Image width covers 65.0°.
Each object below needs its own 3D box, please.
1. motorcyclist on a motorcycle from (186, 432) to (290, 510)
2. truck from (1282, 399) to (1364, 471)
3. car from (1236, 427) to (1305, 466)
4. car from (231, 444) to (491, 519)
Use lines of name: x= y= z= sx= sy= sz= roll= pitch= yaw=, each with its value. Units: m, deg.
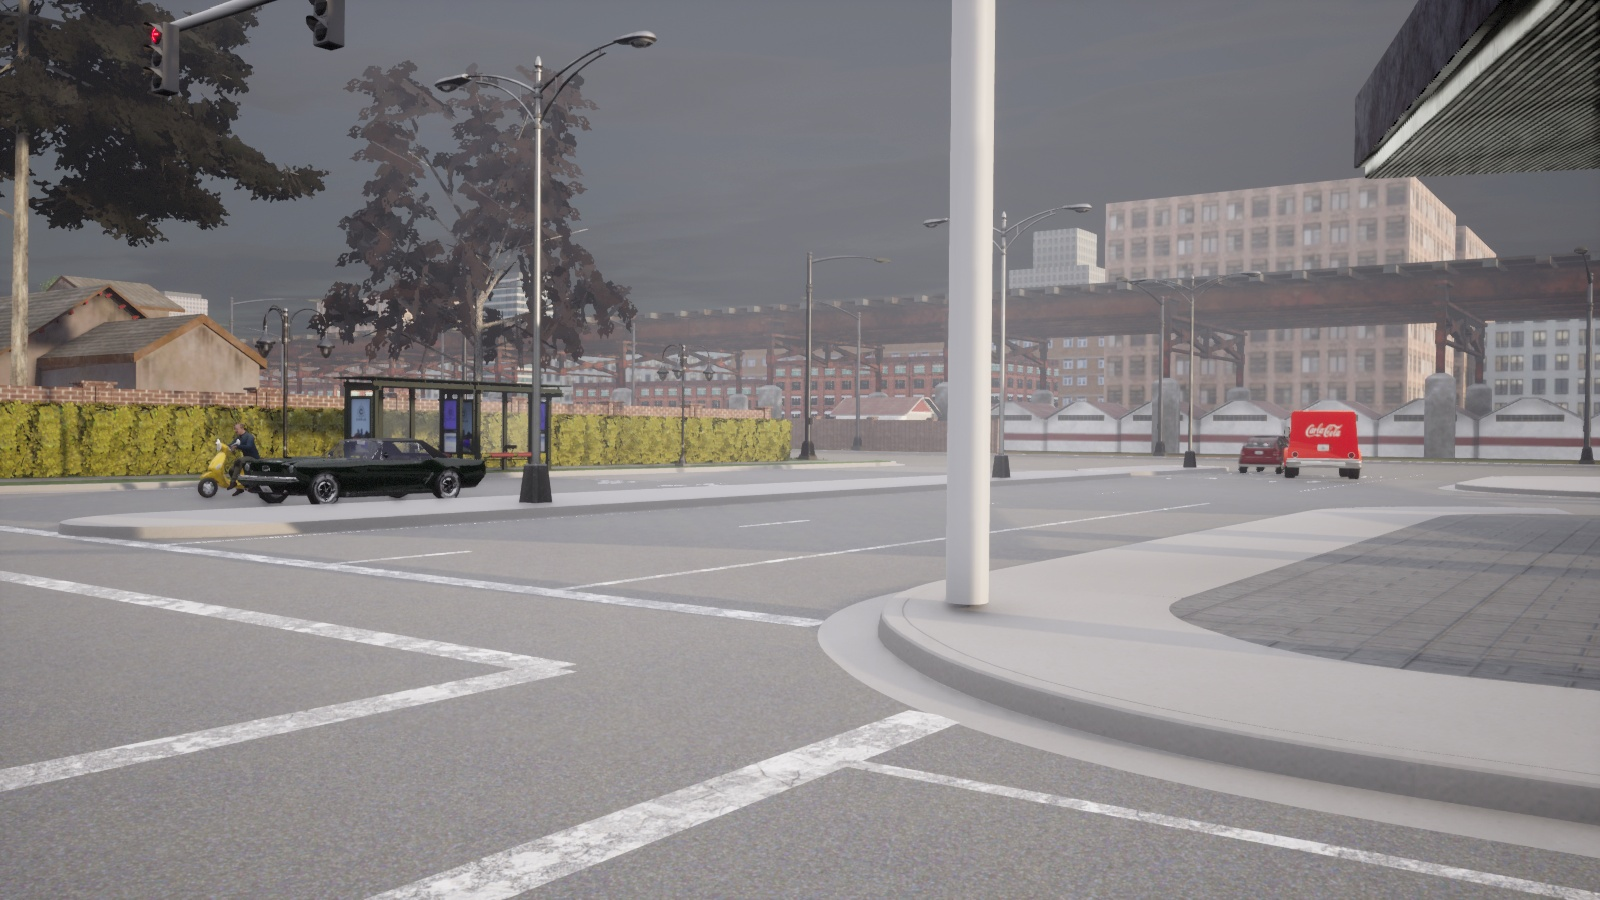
motorcyclist on a motorcycle: x=-11.985 y=0.427 z=26.842 sx=0.866 sy=1.590 sz=1.817 roll=0 pitch=1 yaw=35
truck: x=19.224 y=-0.562 z=46.375 sx=2.627 sy=2.467 sz=5.204 roll=0 pitch=1 yaw=21
car: x=19.314 y=-0.166 z=51.486 sx=1.789 sy=1.549 sz=3.705 roll=0 pitch=1 yaw=35
car: x=-8.724 y=0.564 z=25.371 sx=1.895 sy=1.301 sz=4.718 roll=0 pitch=1 yaw=35
